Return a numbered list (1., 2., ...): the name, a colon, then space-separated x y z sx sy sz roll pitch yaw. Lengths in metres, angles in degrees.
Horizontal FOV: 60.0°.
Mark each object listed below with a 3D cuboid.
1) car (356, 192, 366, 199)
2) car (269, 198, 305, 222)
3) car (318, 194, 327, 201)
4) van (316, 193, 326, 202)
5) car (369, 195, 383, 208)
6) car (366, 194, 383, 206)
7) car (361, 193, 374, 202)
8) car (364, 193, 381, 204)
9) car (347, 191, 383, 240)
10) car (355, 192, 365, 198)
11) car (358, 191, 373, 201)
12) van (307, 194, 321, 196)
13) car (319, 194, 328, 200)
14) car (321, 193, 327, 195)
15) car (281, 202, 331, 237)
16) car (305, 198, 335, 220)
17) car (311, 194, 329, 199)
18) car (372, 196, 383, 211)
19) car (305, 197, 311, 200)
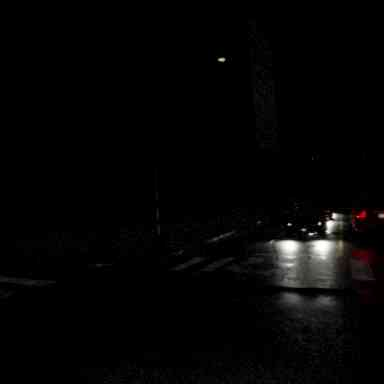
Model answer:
1. car: 40.169 0.868 79.141 1.887 1.381 4.507 -4 -1 24
2. car: 7.862 1.449 28.089 2.192 1.841 5.009 -4 -1 24
3. car: 32.340 1.390 82.479 1.752 1.417 4.829 -4 -1 24
4. van: 30.168 1.229 77.679 1.690 1.788 3.998 -4 -1 24
5. car: 22.326 1.061 39.469 1.887 1.381 4.507 -4 -1 24
6. car: 24.556 1.036 44.428 1.887 1.381 4.507 -4 -1 24
7. car: 31.316 0.942 59.460 1.752 1.417 4.829 -4 -1 24
8. car: 26.855 0.991 49.542 1.752 1.417 4.829 -4 -1 24
9. car: 8.736 1.035 15.776 2.150 2.045 5.566 -4 -1 24
10. car: 42.394 0.741 84.102 1.967 1.590 4.097 -4 -1 24
11. car: 33.464 0.708 64.269 2.192 1.841 5.009 -4 -1 24
12. van: 19.016 1.349 52.884 1.690 1.788 3.998 -4 -1 24
13. car: 34.643 1.408 87.592 1.947 1.339 4.313 -4 -1 24
14. car: 27.951 1.476 72.715 1.947 1.339 4.313 -4 -1 24
15. car: 6.324 1.537 18.151 1.812 1.442 4.674 -4 -1 24
16. car: 10.445 1.526 27.278 1.994 1.385 4.181 -4 -1 25
17. car: 14.709 1.404 36.745 2.128 1.511 4.902 -4 -1 25
18. car: 20.095 1.092 34.510 2.008 1.369 4.403 -4 -1 24
19. car: 12.339 1.664 38.001 1.802 1.307 4.206 -4 -1 24
